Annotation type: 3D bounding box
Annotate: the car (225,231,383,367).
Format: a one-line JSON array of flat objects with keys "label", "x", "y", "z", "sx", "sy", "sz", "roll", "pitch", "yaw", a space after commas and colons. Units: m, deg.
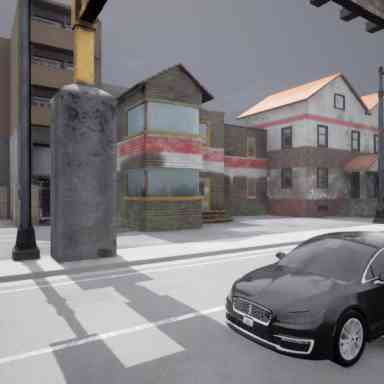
[{"label": "car", "x": 2.796, "y": 1.505, "z": 5.830, "sx": 4.892, "sy": 1.490, "sz": 1.837, "roll": 0, "pitch": 0, "yaw": -33}]
